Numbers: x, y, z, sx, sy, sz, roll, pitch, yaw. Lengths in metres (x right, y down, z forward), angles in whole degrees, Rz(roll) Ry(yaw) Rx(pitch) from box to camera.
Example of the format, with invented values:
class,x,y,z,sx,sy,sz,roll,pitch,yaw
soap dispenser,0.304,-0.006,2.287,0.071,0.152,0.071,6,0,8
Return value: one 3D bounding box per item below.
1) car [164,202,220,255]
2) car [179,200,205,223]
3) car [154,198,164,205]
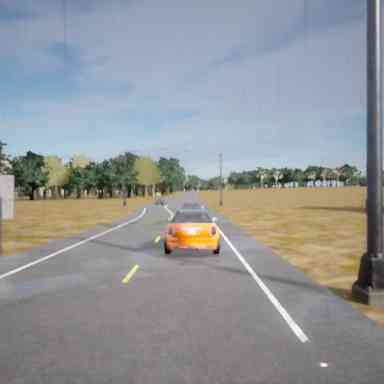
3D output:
class,x,y,z,sx,sy,sz,roll,pitch,yaw
car,0.006,1.486,14.093,2.097,1.767,4.553,0,-1,0
car,0.009,1.628,29.096,2.097,1.767,4.553,0,-1,0
car,-6.987,2.055,71.659,1.837,1.490,4.892,0,0,0
